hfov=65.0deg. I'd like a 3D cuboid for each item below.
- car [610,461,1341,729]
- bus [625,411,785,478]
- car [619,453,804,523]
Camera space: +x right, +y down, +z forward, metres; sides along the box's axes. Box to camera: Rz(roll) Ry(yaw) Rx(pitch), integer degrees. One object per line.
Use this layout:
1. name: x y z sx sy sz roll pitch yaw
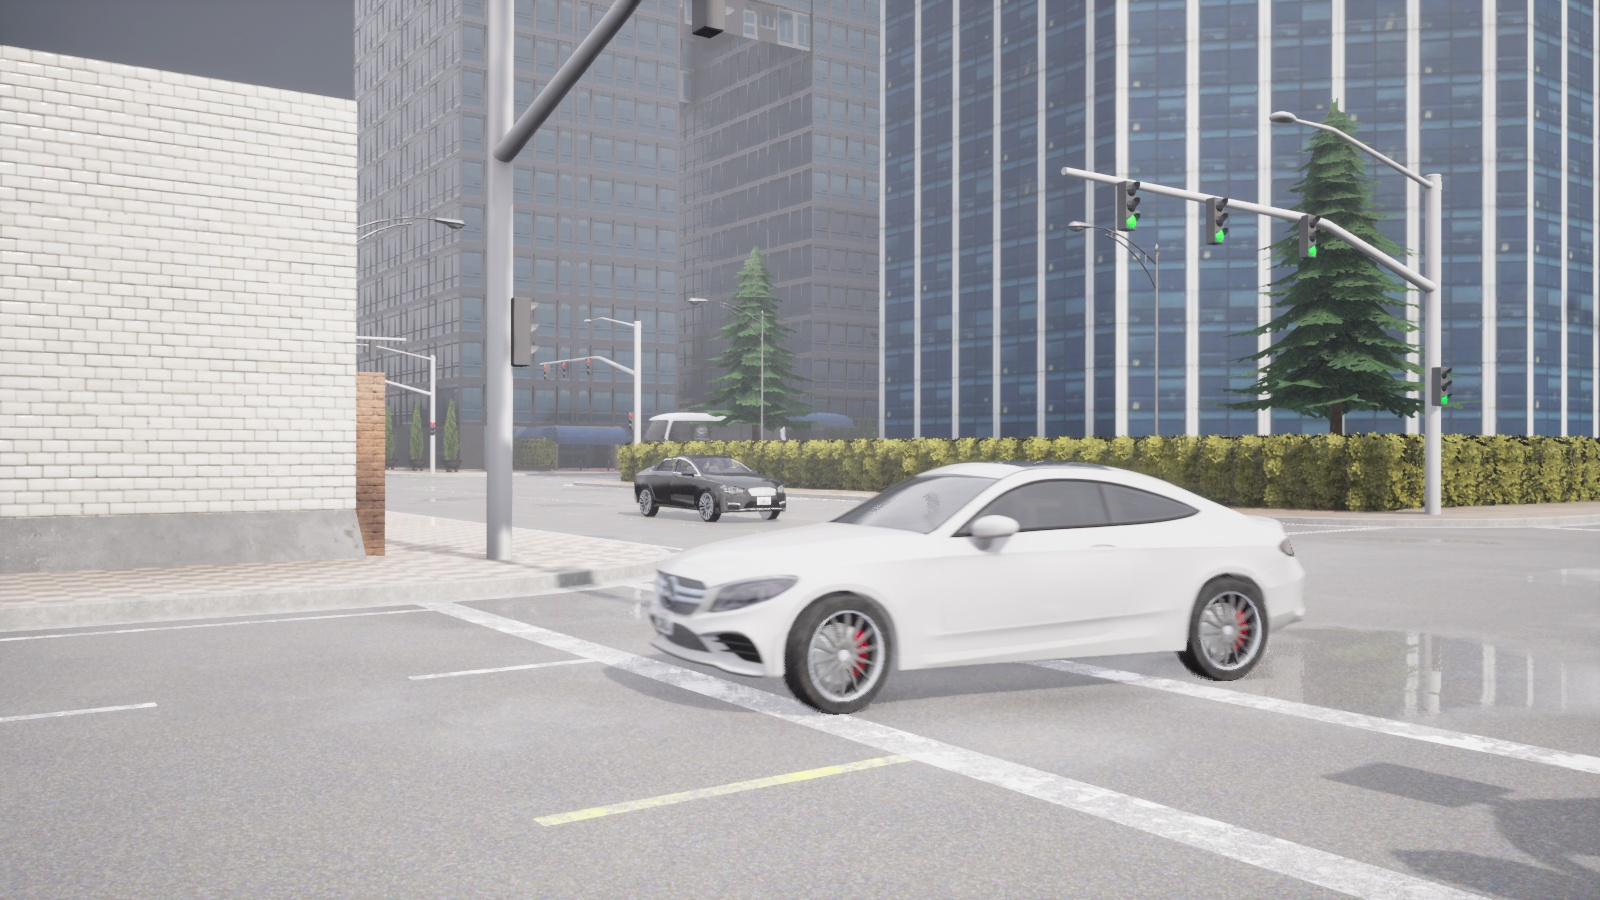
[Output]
1. car: 1.232 0.796 8.540 4.674 1.442 1.812 0 0 -24
2. bus: -6.384 -0.354 85.243 10.273 4.253 3.944 0 0 -35
3. car: -2.194 0.834 29.697 2.128 1.511 4.902 0 0 -35
